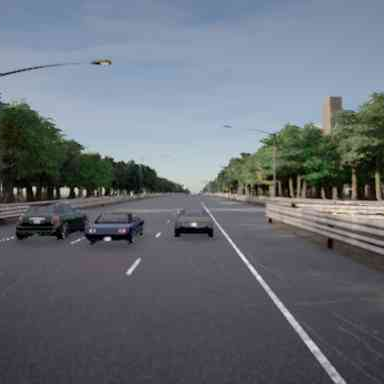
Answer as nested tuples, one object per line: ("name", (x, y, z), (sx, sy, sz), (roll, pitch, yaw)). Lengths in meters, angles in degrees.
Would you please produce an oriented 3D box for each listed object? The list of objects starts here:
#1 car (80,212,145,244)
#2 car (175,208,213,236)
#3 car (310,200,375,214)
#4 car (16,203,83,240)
("car", (-3.400, 1.588, 15.621), (1.895, 1.301, 4.718), (0, 0, 0))
("car", (0.098, 1.542, 18.128), (1.994, 1.385, 4.181), (0, 0, 0))
("car", (11.569, 1.396, 26.166), (1.801, 1.575, 5.366), (0, 0, -23))
("car", (-6.899, 1.335, 16.933), (2.097, 1.767, 4.553), (0, 0, 0))
